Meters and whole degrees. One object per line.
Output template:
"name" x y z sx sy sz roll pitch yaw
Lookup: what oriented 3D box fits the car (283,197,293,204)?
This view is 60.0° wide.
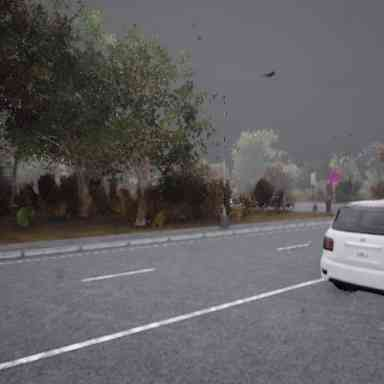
"car" 12.023 1.265 46.630 2.128 1.511 4.902 0 0 -32

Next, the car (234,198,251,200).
"car" 7.773 1.282 46.799 2.128 1.511 4.902 0 0 -32

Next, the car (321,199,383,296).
"car" 5.216 1.171 7.487 5.566 2.045 2.150 -1 0 -36
